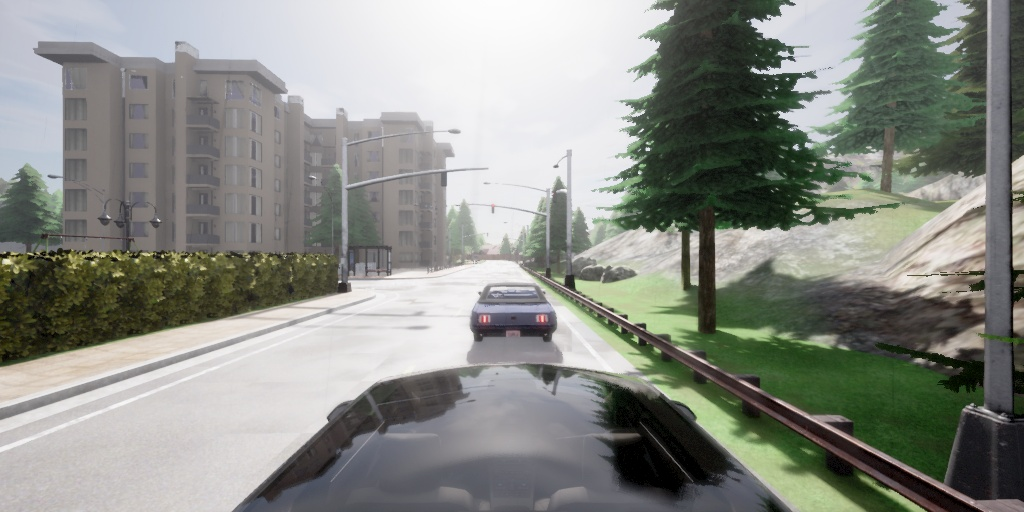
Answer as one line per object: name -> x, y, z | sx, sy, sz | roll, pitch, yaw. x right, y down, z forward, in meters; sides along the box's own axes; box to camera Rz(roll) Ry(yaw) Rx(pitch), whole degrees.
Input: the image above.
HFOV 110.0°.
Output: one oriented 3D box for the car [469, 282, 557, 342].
car -> 0.002, 1.351, 9.759 | 1.895, 1.301, 4.718 | 0, 0, -1
